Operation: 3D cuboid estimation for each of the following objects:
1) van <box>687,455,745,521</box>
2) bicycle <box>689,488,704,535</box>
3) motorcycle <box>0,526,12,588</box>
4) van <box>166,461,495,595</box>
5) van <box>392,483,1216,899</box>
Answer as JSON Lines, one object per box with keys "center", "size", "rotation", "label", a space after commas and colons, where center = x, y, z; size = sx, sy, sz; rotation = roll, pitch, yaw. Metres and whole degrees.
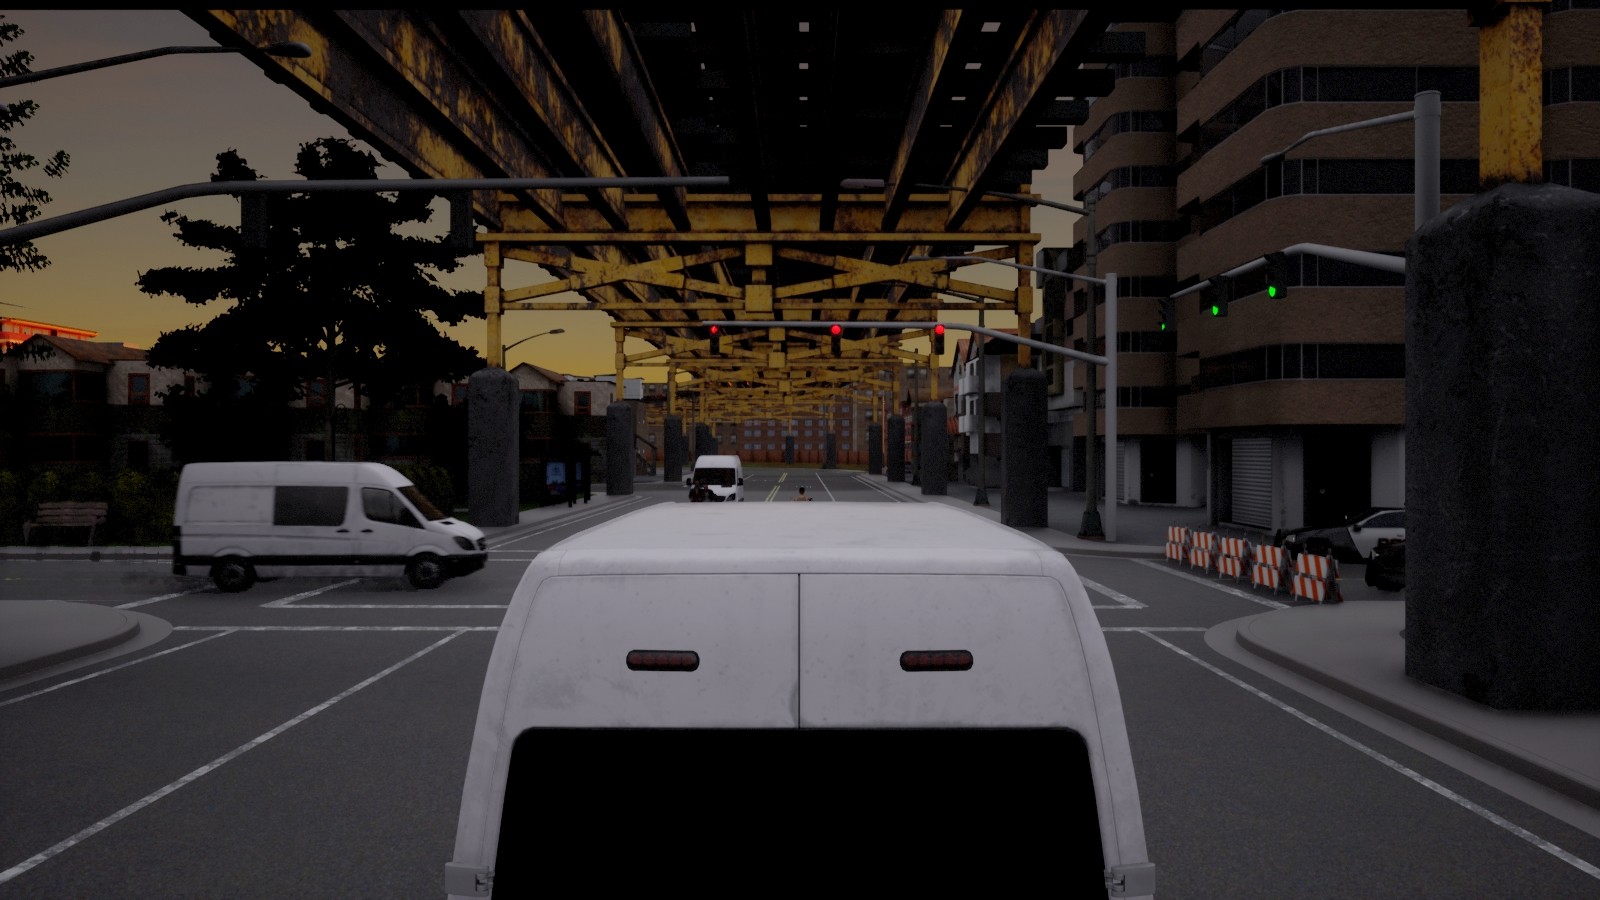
{"center": [-3.456, 1.514, 48.058], "size": [1.988, 2.561, 5.915], "rotation": [0, 0, 0], "label": "van"}
{"center": [-3.463, 2.031, 38.264], "size": [0.329, 1.496, 1.835], "rotation": [0, 0, 1], "label": "bicycle"}
{"center": [-17.134, 2.163, 22.957], "size": [2.033, 1.224, 0.803], "rotation": [0, 0, -1], "label": "motorcycle"}
{"center": [-9.449, 1.524, 23.458], "size": [5.915, 2.561, 1.988], "rotation": [0, 0, -7], "label": "van"}
{"center": [0.015, 1.531, 5.717], "size": [1.988, 2.561, 5.915], "rotation": [0, 0, 0], "label": "van"}
